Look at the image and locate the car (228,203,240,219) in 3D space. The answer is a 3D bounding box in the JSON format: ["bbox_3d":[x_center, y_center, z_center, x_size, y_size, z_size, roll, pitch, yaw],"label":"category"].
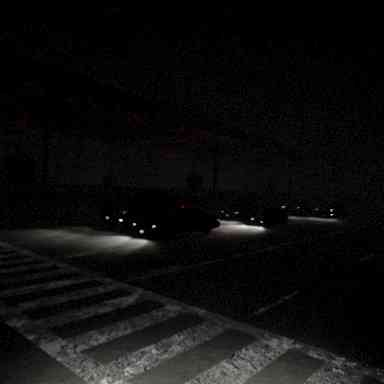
[{"bbox_3d":[4.410,1.682,28.911,1.812,1.442,4.674,2,0,41],"label":"car"}]

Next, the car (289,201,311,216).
[{"bbox_3d":[11.906,1.771,37.597,2.097,1.767,4.553,2,0,41],"label":"car"}]

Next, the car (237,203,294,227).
[{"bbox_3d":[5.556,1.759,24.877,1.994,1.385,4.181,2,0,41],"label":"car"}]

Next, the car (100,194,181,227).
[{"bbox_3d":[-2.865,1.126,20.430,2.150,2.045,5.566,2,0,41],"label":"car"}]

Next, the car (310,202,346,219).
[{"bbox_3d":[14.943,1.872,35.757,2.097,1.767,4.553,2,0,41],"label":"car"}]

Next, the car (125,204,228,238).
[{"bbox_3d":[-0.634,1.528,17.664,2.033,1.411,5.357,2,0,41],"label":"car"}]
